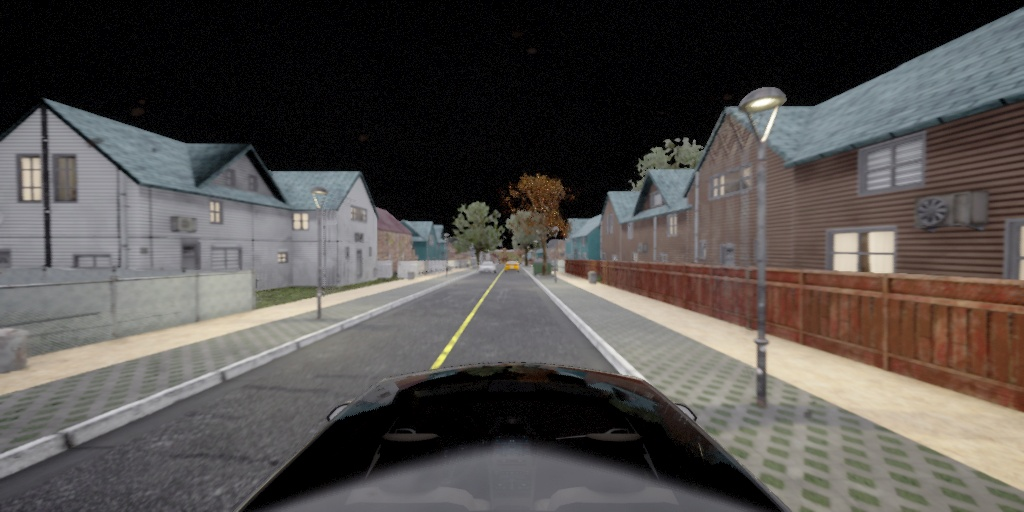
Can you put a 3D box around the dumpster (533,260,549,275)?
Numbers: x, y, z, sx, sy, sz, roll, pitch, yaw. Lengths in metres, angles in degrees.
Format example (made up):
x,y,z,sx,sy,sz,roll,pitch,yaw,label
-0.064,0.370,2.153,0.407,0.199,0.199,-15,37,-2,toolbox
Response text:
x,y,z,sx,sy,sz,roll,pitch,yaw,label
3.007,1.228,37.194,1.020,1.700,1.940,0,0,0,dumpster

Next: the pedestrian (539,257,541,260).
x,y,z,sx,sy,sz,roll,pitch,yaw,label
3.008,0.981,38.195,0.375,1.860,0.375,-2,1,-1,pedestrian

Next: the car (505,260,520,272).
x,y,z,sx,sy,sz,roll,pitch,yaw,label
0.032,1.384,49.052,1.882,1.535,5.008,0,0,1,car

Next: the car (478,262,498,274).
x,y,z,sx,sy,sz,roll,pitch,yaw,label
-2.833,1.391,42.627,1.812,1.442,4.674,0,0,0,car
